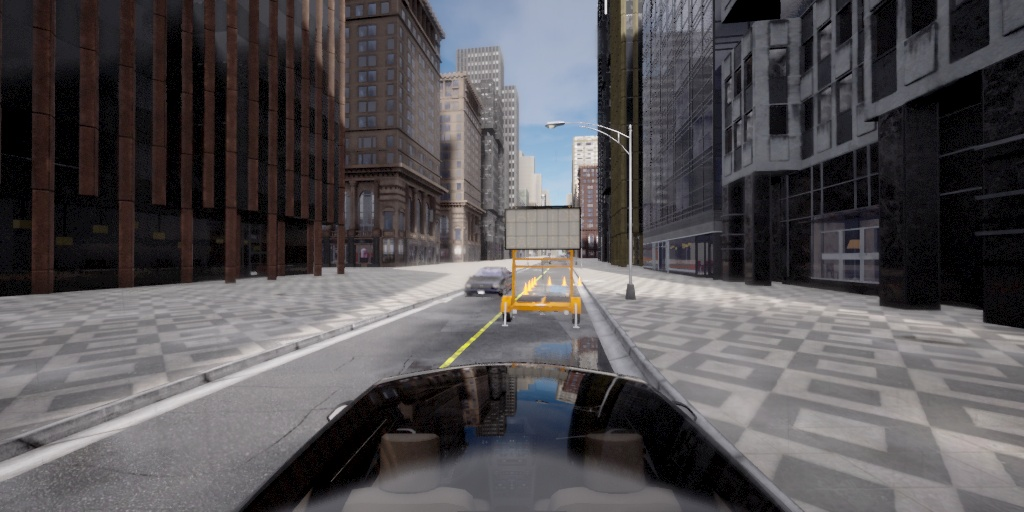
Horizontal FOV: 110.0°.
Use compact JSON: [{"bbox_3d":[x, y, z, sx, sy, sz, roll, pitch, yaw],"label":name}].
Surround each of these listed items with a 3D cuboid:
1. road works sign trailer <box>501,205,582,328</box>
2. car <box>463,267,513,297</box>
[{"bbox_3d":[0.985,0.211,11.449,2.380,3.560,2.880,0,0,8],"label":"road works sign trailer"},{"bbox_3d":[-1.040,1.290,19.166,2.033,1.411,5.357,0,0,8],"label":"car"}]
